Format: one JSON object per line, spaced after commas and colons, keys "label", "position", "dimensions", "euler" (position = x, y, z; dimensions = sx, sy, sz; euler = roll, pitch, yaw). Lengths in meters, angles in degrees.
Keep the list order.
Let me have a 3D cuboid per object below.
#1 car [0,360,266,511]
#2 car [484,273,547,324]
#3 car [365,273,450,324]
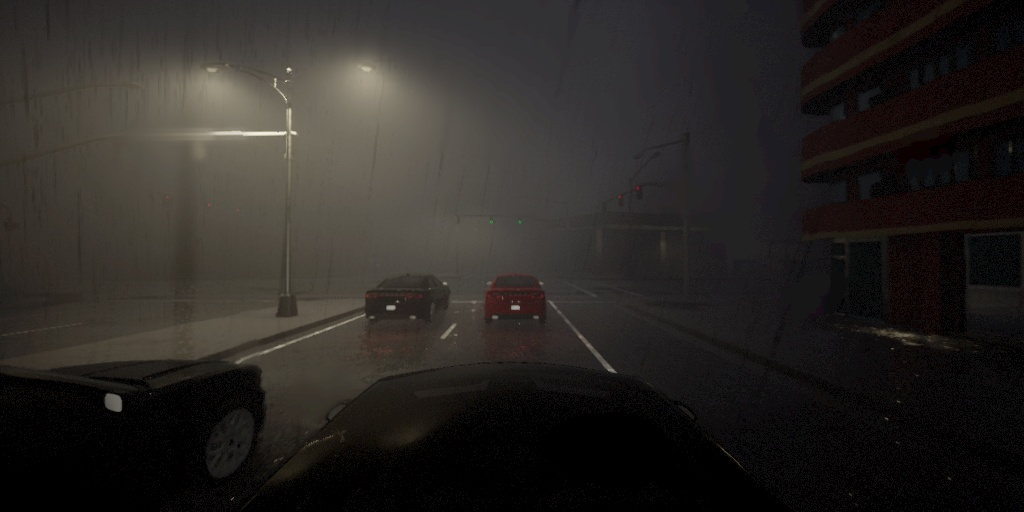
{"label": "car", "position": [-3.405, 1.226, 1.578], "dimensions": [1.882, 1.535, 5.008], "euler": [0, -1, 0]}
{"label": "car", "position": [0.118, 1.337, 12.594], "dimensions": [1.882, 1.535, 5.008], "euler": [0, -1, 0]}
{"label": "car", "position": [-3.414, 1.336, 12.582], "dimensions": [1.882, 1.535, 5.008], "euler": [0, -1, 0]}
